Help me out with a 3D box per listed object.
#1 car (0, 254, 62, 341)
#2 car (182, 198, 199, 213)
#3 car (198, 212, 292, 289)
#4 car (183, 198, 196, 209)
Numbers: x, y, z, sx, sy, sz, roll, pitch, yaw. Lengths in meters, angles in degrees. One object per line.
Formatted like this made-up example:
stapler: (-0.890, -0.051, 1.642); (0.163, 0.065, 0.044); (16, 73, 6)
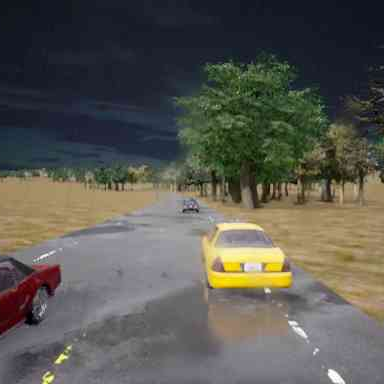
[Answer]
car: (-3.510, 1.618, 4.393); (1.895, 1.301, 4.718); (0, 0, 0)
car: (-0.166, 1.613, 38.063); (2.033, 1.411, 5.357); (0, 0, -1)
car: (1.213, 1.488, 9.212); (1.801, 1.575, 5.366); (0, 0, 0)
car: (-0.382, 1.581, 48.645); (1.812, 1.442, 4.674); (0, 0, -1)
